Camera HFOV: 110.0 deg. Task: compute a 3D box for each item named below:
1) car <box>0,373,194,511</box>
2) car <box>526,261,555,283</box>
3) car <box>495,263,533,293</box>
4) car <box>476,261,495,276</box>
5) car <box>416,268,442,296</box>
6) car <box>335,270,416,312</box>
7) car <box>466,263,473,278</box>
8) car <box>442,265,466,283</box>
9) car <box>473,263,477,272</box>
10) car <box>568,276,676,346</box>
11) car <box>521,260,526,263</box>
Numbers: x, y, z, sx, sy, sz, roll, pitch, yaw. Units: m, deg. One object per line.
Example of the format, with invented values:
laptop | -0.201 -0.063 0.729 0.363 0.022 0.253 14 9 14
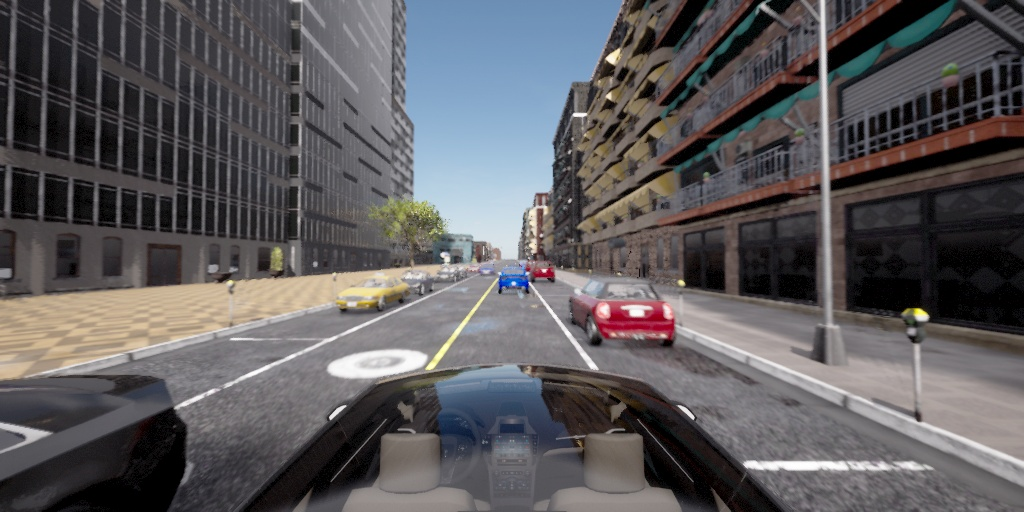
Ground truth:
car | -3.100 1.229 0.357 2.128 1.511 4.902 0 -1 0
car | 2.693 1.383 32.279 2.192 1.841 5.009 0 0 0
car | 0.098 1.453 23.128 1.882 1.535 5.008 0 0 0
car | -3.023 1.715 44.655 1.812 1.442 4.674 0 -1 1
car | -5.688 1.505 20.959 2.007 1.370 4.403 0 0 0
car | -5.689 1.421 15.142 1.751 1.417 4.829 0 0 0
car | -5.687 1.675 37.897 2.007 1.370 4.403 0 0 0
car | -5.687 1.619 32.250 2.007 1.370 4.403 0 0 0
car | -5.689 1.727 54.833 1.967 1.591 4.097 0 0 0
car | 2.691 1.275 9.695 1.967 1.591 4.097 0 0 0
car | 2.695 1.547 49.217 2.192 1.841 5.009 0 0 0
